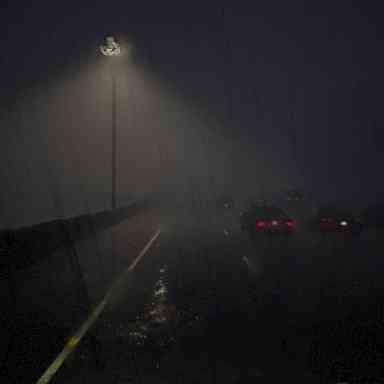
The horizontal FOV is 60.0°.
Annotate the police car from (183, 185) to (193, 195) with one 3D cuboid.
[{"bbox_3d":[-1.231,-0.127,79.775,1.930,1.638,5.238,0,2,0],"label":"police car"}]

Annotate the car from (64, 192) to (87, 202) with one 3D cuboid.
[{"bbox_3d":[-17.578,0.797,51.179,1.812,1.442,4.674,0,1,0],"label":"car"}]

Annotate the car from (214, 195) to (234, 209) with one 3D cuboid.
[{"bbox_3d":[3.597,1.073,37.072,1.837,1.490,4.892,0,1,0],"label":"car"}]

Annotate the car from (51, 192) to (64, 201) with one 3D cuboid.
[{"bbox_3d":[-21.048,0.744,54.255,2.033,1.411,5.357,0,1,1],"label":"car"}]

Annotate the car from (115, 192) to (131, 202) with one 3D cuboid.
[{"bbox_3d":[-10.581,0.797,51.181,1.812,1.442,4.674,0,1,0],"label":"car"}]

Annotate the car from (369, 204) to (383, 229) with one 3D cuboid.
[{"bbox_3d":[10.599,1.362,17.579,1.837,1.490,4.892,0,1,0],"label":"car"}]

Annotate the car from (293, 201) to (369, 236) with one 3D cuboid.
[{"bbox_3d":[7.099,1.422,17.550,1.994,1.385,4.181,0,1,0],"label":"car"}]

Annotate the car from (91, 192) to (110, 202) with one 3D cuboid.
[{"bbox_3d":[-14.077,0.739,51.573,1.882,1.535,5.008,0,1,0],"label":"car"}]

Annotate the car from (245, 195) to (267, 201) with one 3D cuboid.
[{"bbox_3d":[7.097,1.062,36.946,2.128,1.511,4.902,0,1,0],"label":"car"}]

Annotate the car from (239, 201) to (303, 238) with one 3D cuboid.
[{"bbox_3d":[3.599,1.413,16.816,2.033,1.411,5.357,0,1,0],"label":"car"}]

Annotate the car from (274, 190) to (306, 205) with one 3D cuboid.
[{"bbox_3d":[10.597,0.806,36.213,2.150,2.045,5.566,0,1,0],"label":"car"}]
